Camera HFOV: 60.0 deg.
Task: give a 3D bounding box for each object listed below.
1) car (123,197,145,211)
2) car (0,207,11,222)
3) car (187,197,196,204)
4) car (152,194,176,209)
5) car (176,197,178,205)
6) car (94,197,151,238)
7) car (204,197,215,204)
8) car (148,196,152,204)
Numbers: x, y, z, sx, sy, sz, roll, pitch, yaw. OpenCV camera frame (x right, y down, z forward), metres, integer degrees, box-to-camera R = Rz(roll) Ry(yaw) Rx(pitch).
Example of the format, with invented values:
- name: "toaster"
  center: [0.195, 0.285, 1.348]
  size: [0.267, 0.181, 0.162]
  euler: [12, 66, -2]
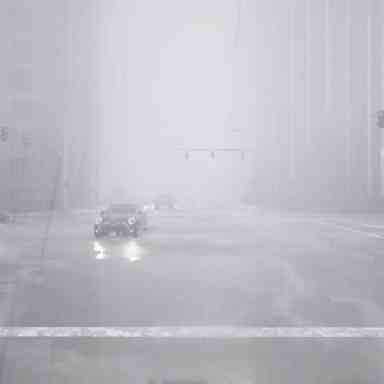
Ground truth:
- name: "car"
  center: [-7.154, 1.478, 41.294]
  size: [1.882, 1.535, 5.008]
  euler: [0, 0, 0]
- name: "car"
  center: [-15.559, 1.564, 24.097]
  size: [4.181, 1.385, 1.994]
  euler: [0, 0, -8]
- name: "car"
  center: [-0.088, 1.601, 65.584]
  size: [1.895, 1.301, 4.718]
  euler: [0, 0, 0]
- name: "car"
  center: [-3.658, 1.222, 44.390]
  size: [2.150, 2.045, 5.566]
  euler: [0, 0, 0]
- name: "car"
  center: [-3.620, 1.477, 61.031]
  size: [1.882, 1.535, 5.008]
  euler: [0, 0, 0]
- name: "car"
  center: [-3.623, 1.352, 17.561]
  size: [2.097, 1.767, 4.553]
  euler: [0, 0, 0]
- name: "car"
  center: [3.413, 1.601, 65.049]
  size: [1.895, 1.301, 4.718]
  euler: [0, 0, 0]
- name: "car"
  center: [-7.142, 1.492, 57.699]
  size: [2.128, 1.511, 4.902]
  euler: [0, 0, 0]
